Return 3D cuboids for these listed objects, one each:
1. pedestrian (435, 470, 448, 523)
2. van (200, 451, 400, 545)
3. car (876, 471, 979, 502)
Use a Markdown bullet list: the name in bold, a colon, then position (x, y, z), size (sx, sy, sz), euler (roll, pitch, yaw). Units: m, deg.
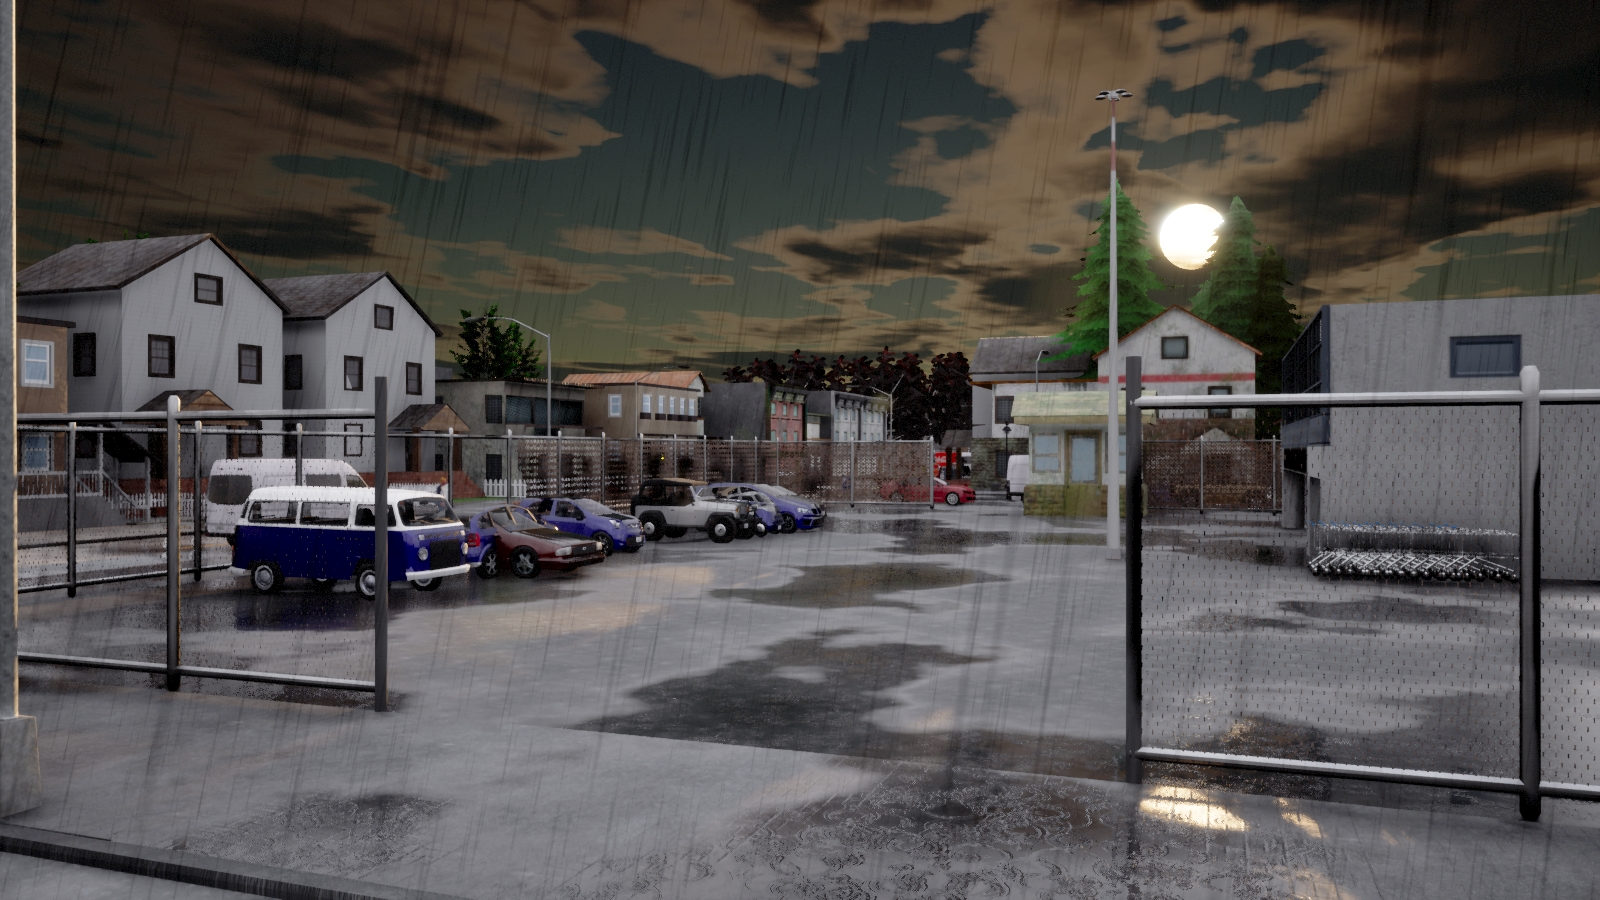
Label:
- **pedestrian**: position (-12.710, 1.633, 40.502), size (0.375, 1.860, 0.375), euler (0, 0, -4)
- **van**: position (-14.860, 1.319, 34.451), size (1.988, 2.561, 5.915), euler (0, 0, 20)
- **car**: position (6.523, 1.843, 58.394), size (4.892, 1.480, 2.231), euler (0, 0, 19)
